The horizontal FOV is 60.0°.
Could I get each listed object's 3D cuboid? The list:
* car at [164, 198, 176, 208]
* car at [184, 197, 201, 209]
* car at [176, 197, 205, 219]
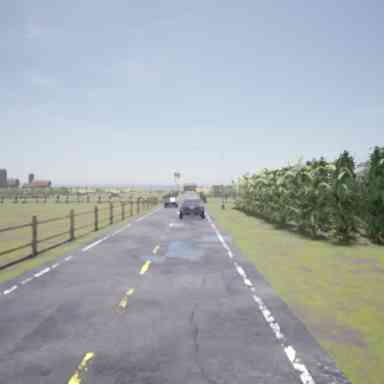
[{"bbox_3d":[-2.763,1.443,44.866,1.895,1.301,4.718,0,0,0],"label":"car"},{"bbox_3d":[0.045,1.396,43.302,2.033,1.411,5.357,0,0,0],"label":"car"},{"bbox_3d":[0.007,1.256,28.501,2.097,1.767,4.553,0,0,0],"label":"car"}]
